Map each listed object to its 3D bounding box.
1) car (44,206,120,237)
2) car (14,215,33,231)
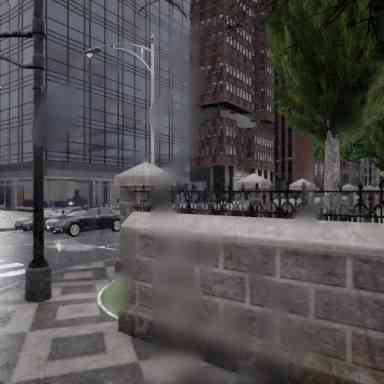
[{"bbox_3d":[-5.949,1.592,19.019,1.837,1.490,4.892,0,0,36],"label":"car"},{"bbox_3d":[-8.387,1.636,20.193,2.008,1.369,4.403,0,-1,36],"label":"car"}]
